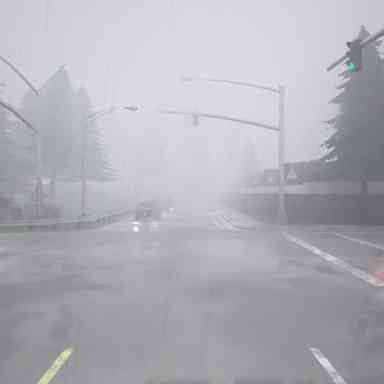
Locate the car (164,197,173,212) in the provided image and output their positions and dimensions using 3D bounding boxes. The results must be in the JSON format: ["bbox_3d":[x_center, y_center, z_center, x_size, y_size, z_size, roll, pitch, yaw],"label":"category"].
[{"bbox_3d":[-3.599,1.564,37.952,1.994,1.385,4.181,0,0,0],"label":"car"}]

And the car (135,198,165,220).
[{"bbox_3d":[-3.603,1.505,28.038,1.837,1.490,4.892,0,0,0],"label":"car"}]

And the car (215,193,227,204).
[{"bbox_3d":[6.929,1.206,60.869,5.566,2.045,2.150,0,0,-22],"label":"car"}]

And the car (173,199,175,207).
[{"bbox_3d":[-3.515,1.504,48.307,1.837,1.490,4.892,0,0,2],"label":"car"}]
